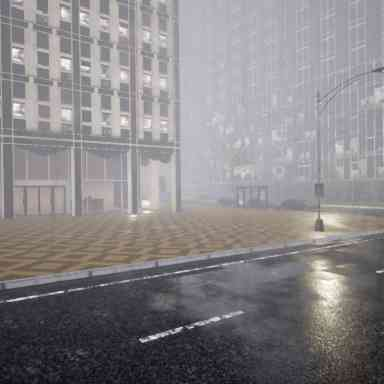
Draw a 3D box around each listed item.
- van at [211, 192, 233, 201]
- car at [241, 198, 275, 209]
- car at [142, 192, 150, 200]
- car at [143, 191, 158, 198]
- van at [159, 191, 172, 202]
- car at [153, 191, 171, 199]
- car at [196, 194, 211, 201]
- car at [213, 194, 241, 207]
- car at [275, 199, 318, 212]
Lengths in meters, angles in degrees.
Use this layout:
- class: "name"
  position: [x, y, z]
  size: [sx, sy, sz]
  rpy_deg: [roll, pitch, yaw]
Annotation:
- class: "van"
  position: [5.757, 0.855, 59.415]
  size: [1.690, 1.788, 3.998]
  rpy_deg: [0, 1, -34]
- class: "car"
  position: [8.411, 1.388, 40.559]
  size: [1.802, 1.307, 4.206]
  rpy_deg: [0, 1, -34]
- class: "car"
  position: [-10.804, 1.039, 68.729]
  size: [2.008, 1.369, 4.403]
  rpy_deg: [0, 1, -34]
- class: "car"
  position: [-10.333, 0.686, 82.840]
  size: [1.967, 1.590, 4.097]
  rpy_deg: [0, 1, -34]
- class: "van"
  position: [-4.368, 0.937, 59.357]
  size: [1.690, 1.788, 3.998]
  rpy_deg: [0, 1, -34]
- class: "car"
  position: [-7.115, 0.615, 78.154]
  size: [2.192, 1.841, 5.009]
  rpy_deg: [0, 1, -34]
- class: "car"
  position: [2.540, 1.043, 64.103]
  size: [1.802, 1.307, 4.206]
  rpy_deg: [0, 1, -34]
- class: "car"
  position: [5.241, 1.319, 45.276]
  size: [1.947, 1.339, 4.313]
  rpy_deg: [0, 1, -34]
- class: "car"
  position: [11.615, 1.424, 35.862]
  size: [1.947, 1.339, 4.313]
  rpy_deg: [0, 1, -34]
